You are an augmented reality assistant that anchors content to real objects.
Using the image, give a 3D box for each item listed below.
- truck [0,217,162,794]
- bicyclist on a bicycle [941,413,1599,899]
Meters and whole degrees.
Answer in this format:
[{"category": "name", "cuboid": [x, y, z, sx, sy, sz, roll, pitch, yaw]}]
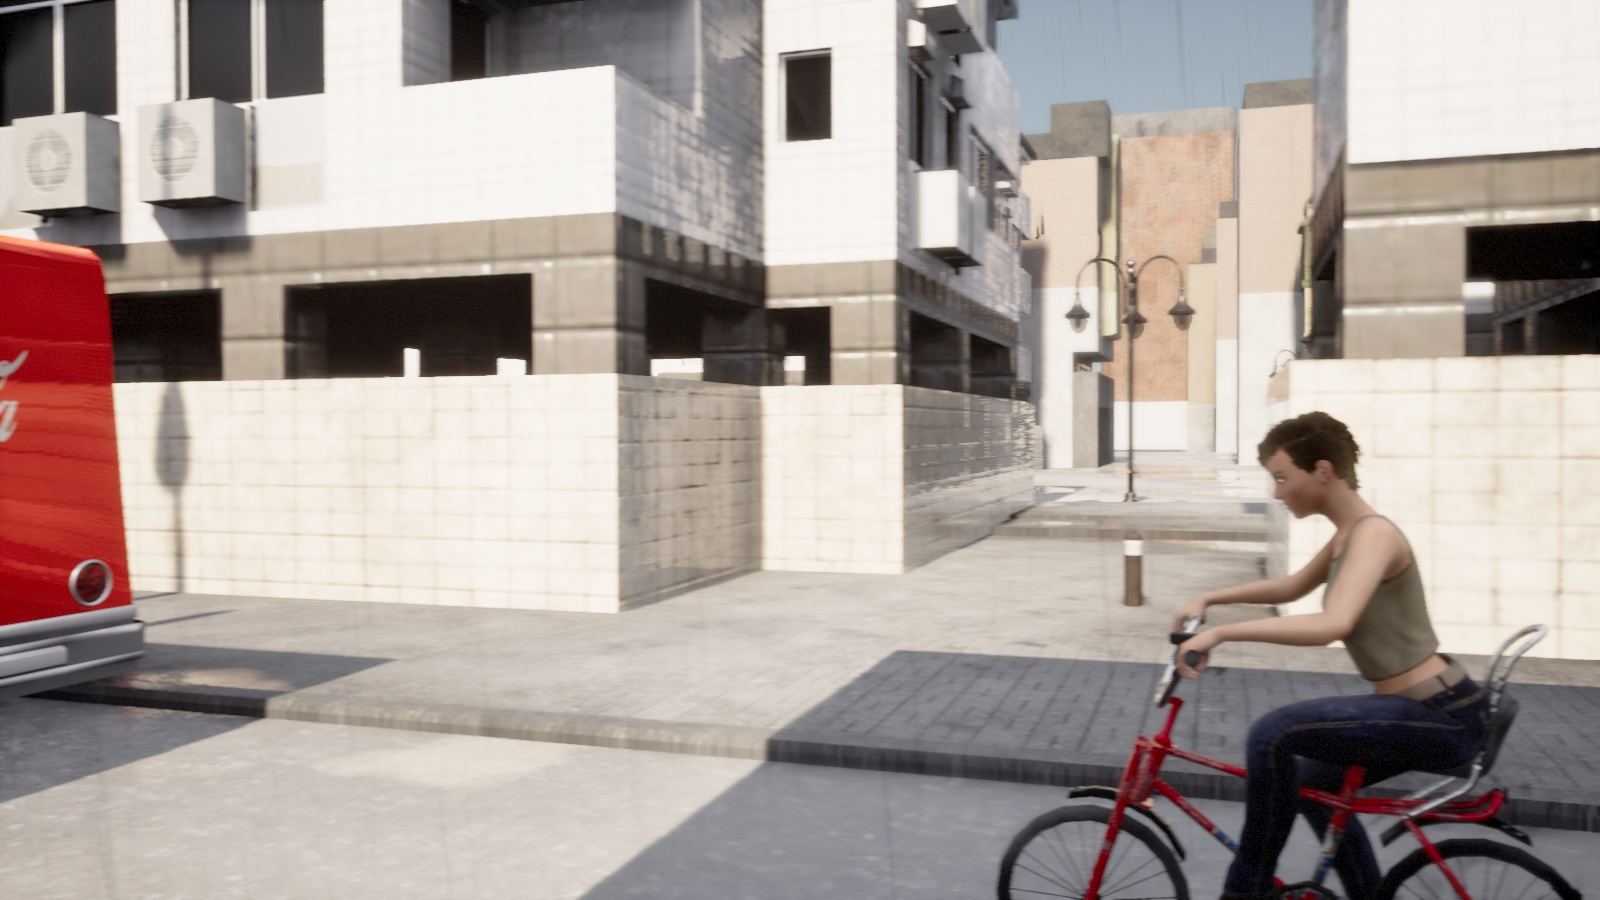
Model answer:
[{"category": "truck", "cuboid": [-6.034, 0.224, 5.757, 5.204, 2.467, 2.627, 1, 1, 18]}, {"category": "bicyclist on a bicycle", "cuboid": [1.205, 0.715, 3.323, 1.509, 1.612, 0.866, 1, 1, 18]}]
